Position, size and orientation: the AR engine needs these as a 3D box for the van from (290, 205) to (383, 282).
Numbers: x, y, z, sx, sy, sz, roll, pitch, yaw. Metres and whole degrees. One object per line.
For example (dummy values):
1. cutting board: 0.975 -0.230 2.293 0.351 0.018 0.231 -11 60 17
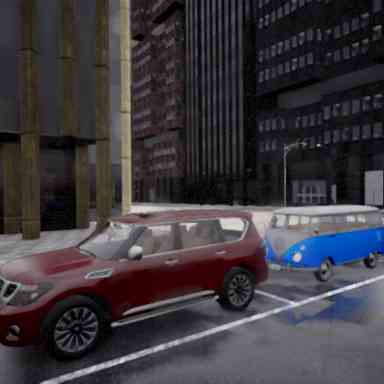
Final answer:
1. van: 3.742 1.287 9.296 3.998 1.788 1.690 0 0 -35

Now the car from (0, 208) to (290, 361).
1. car: -0.766 1.297 6.101 5.009 1.841 2.192 0 0 -35
